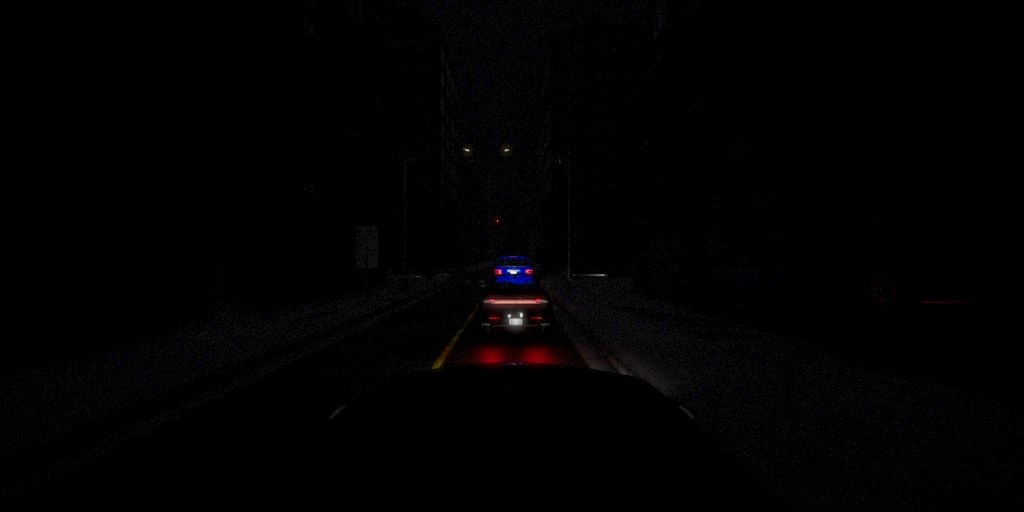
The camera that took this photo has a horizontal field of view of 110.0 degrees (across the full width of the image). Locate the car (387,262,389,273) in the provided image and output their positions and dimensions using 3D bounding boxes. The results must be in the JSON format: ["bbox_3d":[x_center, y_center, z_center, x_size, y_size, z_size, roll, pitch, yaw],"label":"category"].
[{"bbox_3d":[-15.405,0.967,34.863,5.566,2.045,2.150,0,0,2],"label":"car"}]

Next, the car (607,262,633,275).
[{"bbox_3d":[12.159,1.314,37.689,4.181,1.385,1.994,0,0,0],"label":"car"}]

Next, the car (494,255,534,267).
[{"bbox_3d":[0.103,0.970,20.668,2.150,2.045,5.566,0,0,1],"label":"car"}]

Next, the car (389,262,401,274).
[{"bbox_3d":[-14.659,1.287,40.328,4.313,1.339,1.948,0,0,0],"label":"car"}]

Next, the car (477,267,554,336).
[{"bbox_3d":[0.098,1.240,10.356,2.128,1.511,4.902,0,0,0],"label":"car"}]
